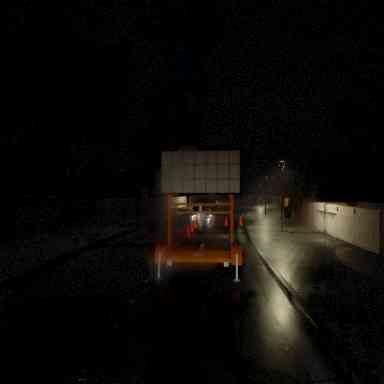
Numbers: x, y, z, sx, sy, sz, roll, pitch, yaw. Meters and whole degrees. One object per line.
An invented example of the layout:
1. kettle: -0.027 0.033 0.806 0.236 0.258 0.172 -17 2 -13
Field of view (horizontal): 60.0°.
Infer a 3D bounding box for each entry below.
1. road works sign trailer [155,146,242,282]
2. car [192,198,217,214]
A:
1. road works sign trailer: 0.264 0.471 9.864 2.380 3.560 2.880 0 0 5
2. car: 1.367 1.415 35.956 2.097 1.767 4.553 0 0 12
